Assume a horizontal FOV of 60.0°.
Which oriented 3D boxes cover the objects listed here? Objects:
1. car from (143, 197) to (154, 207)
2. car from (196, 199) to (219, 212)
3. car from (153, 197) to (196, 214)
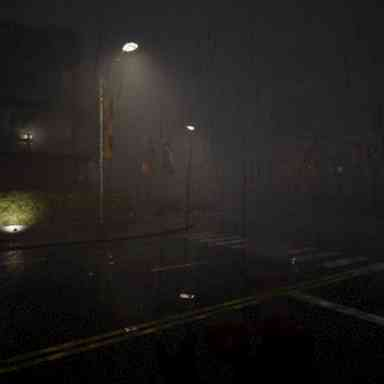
[{"bbox_3d":[-5.118,1.413,46.120,2.128,1.511,4.902,0,0,-34],"label":"car"},{"bbox_3d":[1.158,1.486,36.966,1.994,1.385,4.181,0,0,-35],"label":"car"},{"bbox_3d":[-1.930,1.461,35.277,1.812,1.442,4.674,0,0,-35],"label":"car"}]
